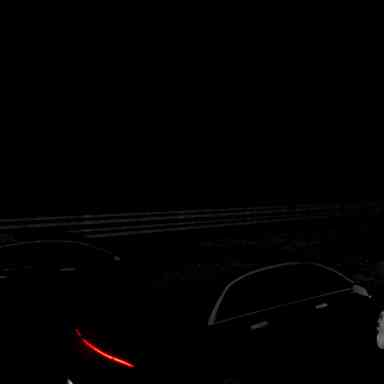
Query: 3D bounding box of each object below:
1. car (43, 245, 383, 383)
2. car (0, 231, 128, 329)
[{"bbox_3d":[0.897,1.483,4.385,4.892,1.490,1.837,0,0,-35],"label":"car"},{"bbox_3d":[-2.603,1.496,6.188,4.892,1.490,1.837,-1,0,-35],"label":"car"}]
